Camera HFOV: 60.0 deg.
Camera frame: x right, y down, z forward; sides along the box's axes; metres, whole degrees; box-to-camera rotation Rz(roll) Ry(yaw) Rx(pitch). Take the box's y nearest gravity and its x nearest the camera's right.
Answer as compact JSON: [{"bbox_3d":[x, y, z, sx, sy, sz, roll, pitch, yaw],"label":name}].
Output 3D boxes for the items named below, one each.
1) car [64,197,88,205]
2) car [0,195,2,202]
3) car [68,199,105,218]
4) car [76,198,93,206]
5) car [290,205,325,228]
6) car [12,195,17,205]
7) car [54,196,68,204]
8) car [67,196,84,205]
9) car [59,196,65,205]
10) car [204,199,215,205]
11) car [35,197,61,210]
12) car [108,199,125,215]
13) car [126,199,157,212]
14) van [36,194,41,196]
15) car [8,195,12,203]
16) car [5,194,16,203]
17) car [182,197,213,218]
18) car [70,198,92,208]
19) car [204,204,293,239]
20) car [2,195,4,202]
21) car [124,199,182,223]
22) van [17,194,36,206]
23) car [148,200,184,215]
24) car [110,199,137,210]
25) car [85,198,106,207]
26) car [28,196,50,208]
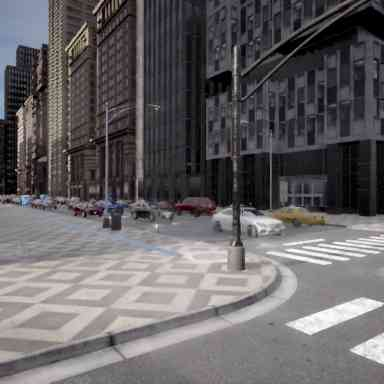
[{"bbox_3d":[-14.447,1.674,42.530,1.994,1.385,4.181,0,0,-37],"label":"car"},{"bbox_3d":[-45.519,1.692,81.746,1.967,1.590,4.097,0,0,-35],"label":"car"},{"bbox_3d":[-9.913,1.613,31.451,1.887,1.381,4.507,0,0,-35],"label":"car"},{"bbox_3d":[-19.149,1.761,59.251,1.802,1.307,4.206,0,0,-35],"label":"car"},{"bbox_3d":[6.647,1.578,22.814,1.752,1.417,4.829,0,0,-35],"label":"car"},{"bbox_3d":[-32.473,1.707,63.318,1.752,1.417,4.829,0,0,-35],"label":"car"},{"bbox_3d":[-28.859,1.670,72.967,1.967,1.590,4.097,0,0,-35],"label":"car"},{"bbox_3d":[-22.385,1.636,63.823,1.967,1.590,4.097,0,0,-35],"label":"car"},{"bbox_3d":[-23.536,1.782,60.842,1.895,1.301,4.718,0,0,-36],"label":"car"},{"bbox_3d":[3.410,1.594,27.386,1.752,1.417,4.829,0,0,-35],"label":"car"},{"bbox_3d":[-19.624,1.697,45.168,1.802,1.307,4.206,0,0,-35],"label":"car"},{"bbox_3d":[-8.756,1.560,34.444,1.882,1.535,5.008,0,0,-35],"label":"car"},{"bbox_3d":[-6.300,1.640,41.102,1.752,1.417,4.829,0,0,-35],"label":"car"},{"bbox_3d":[-38.569,1.624,86.684,1.690,1.788,3.998,0,0,-35],"label":"van"},{"bbox_3d":[-35.808,1.781,68.029,1.802,1.307,4.206,0,0,-35],"label":"car"},{"bbox_3d":[-39.045,1.531,72.602,2.192,1.841,5.009,0,0,-35],"label":"car"},{"bbox_3d":[0.271,1.398,31.820,2.192,1.841,5.009,0,0,-35],"label":"car"},{"bbox_3d":[-17.516,1.655,52.343,1.837,1.490,4.892,0,0,-35],"label":"car"},{"bbox_3d":[2.836,1.552,17.795,1.812,1.442,4.674,0,-1,-32],"label":"car"},{"bbox_3d":[-42.282,1.816,77.174,1.802,1.307,4.206,0,0,-35],"label":"car"},{"bbox_3d":[-3.217,1.548,26.607,2.128,1.511,4.902,0,0,-35],"label":"car"},{"bbox_3d":[-29.335,1.506,58.885,1.690,1.788,3.998,0,0,-35],"label":"van"},{"bbox_3d":[-2.965,1.643,36.391,1.887,1.381,4.507,0,0,-35],"label":"car"},{"bbox_3d":[-9.439,1.681,45.535,2.008,1.369,4.403,0,0,-35],"label":"car"},{"bbox_3d":[-15.912,1.728,54.679,1.947,1.339,4.313,0,0,-35],"label":"car"},{"bbox_3d":[-22.860,1.714,49.740,1.802,1.307,4.206,0,0,-35],"label":"car"}]
